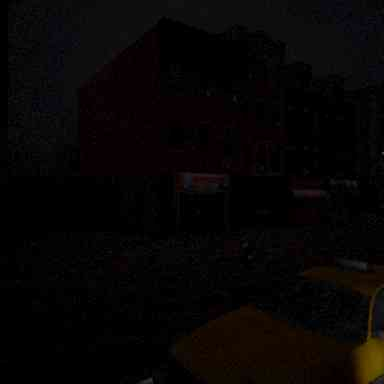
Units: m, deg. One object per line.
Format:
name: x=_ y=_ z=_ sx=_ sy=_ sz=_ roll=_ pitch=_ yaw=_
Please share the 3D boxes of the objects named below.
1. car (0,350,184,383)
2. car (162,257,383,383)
car: x=-2.428 y=1.536 z=1.080 sx=4.403 sy=1.369 sz=2.008 roll=1 pitch=-1 yaw=-36
car: x=1.870 y=1.562 z=4.149 sx=4.829 sy=1.417 sz=1.752 roll=1 pitch=-1 yaw=-36
